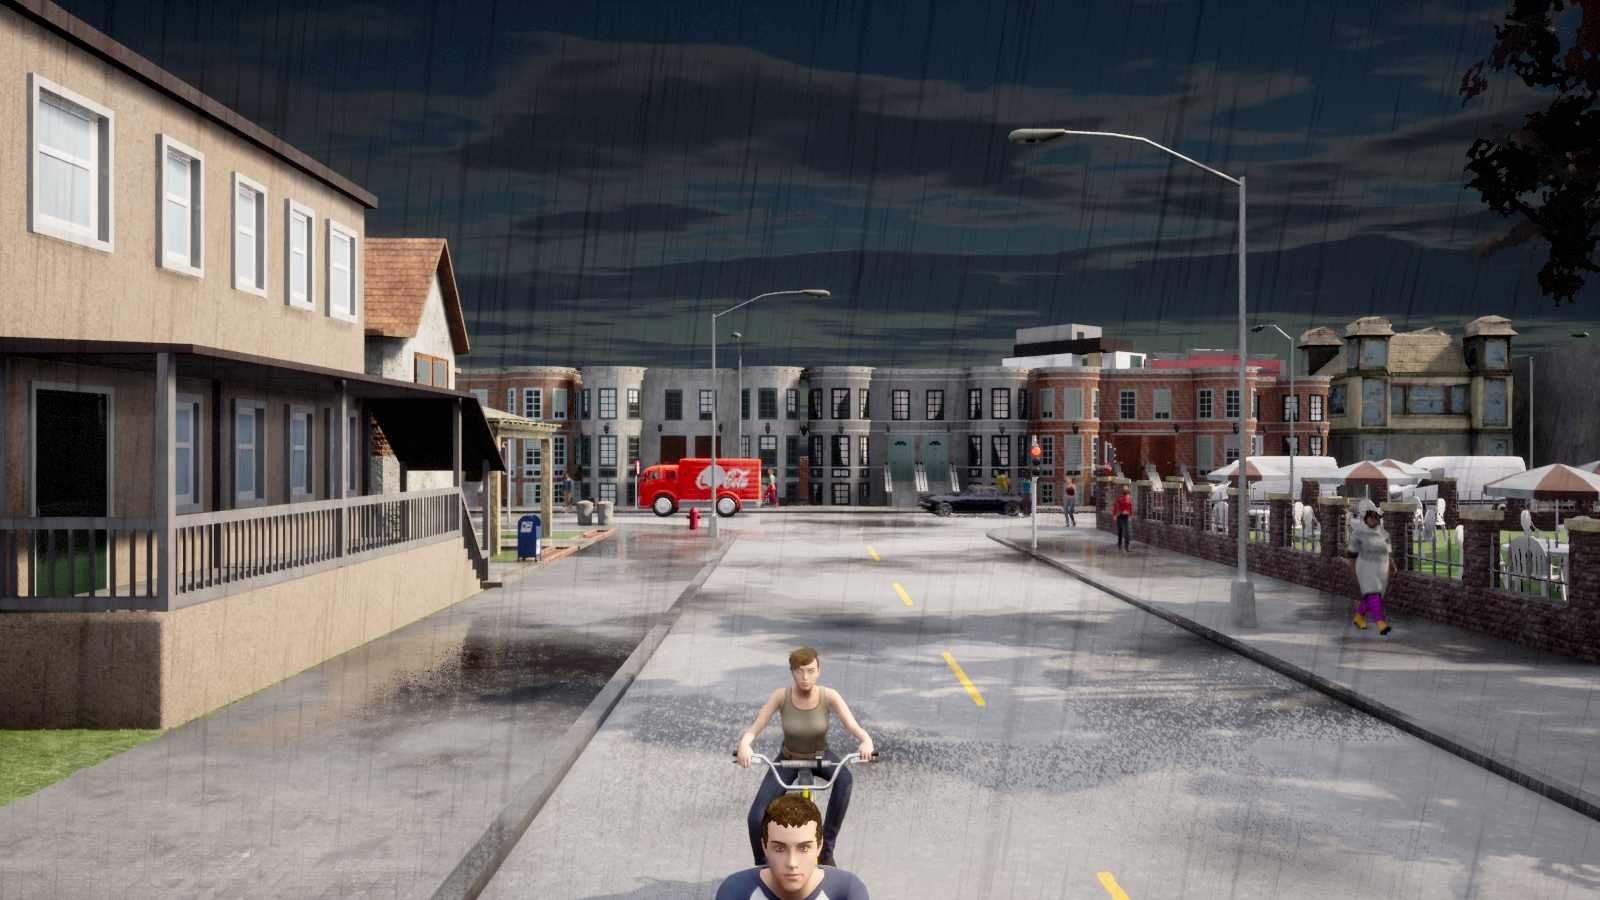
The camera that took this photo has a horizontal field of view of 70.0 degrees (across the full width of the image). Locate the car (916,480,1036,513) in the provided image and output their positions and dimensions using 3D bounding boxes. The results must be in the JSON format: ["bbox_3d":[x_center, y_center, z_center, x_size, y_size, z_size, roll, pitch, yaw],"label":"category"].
[{"bbox_3d":[7.463,1.955,48.662,4.718,1.301,1.895,0,0,-5],"label":"car"}]

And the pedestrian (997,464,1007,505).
[{"bbox_3d":[9.124,1.546,51.513,0.375,1.860,0.375,0,0,20],"label":"pedestrian"}]

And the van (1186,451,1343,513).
[{"bbox_3d":[19.813,1.335,48.880,5.915,2.561,1.988,0,0,0],"label":"van"}]

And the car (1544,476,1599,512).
[{"bbox_3d":[34.992,1.861,48.884,4.892,1.480,2.231,0,0,0],"label":"car"}]

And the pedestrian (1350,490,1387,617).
[{"bbox_3d":[8.491,1.530,17.068,0.375,1.860,0.375,0,0,2],"label":"pedestrian"}]

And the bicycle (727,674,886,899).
[{"bbox_3d":[0.033,2.040,6.906,0.859,1.080,1.487,0,0,0],"label":"bicycle"}]

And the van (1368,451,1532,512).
[{"bbox_3d":[27.747,1.335,48.890,5.915,2.561,1.988,0,0,0],"label":"van"}]

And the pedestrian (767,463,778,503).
[{"bbox_3d":[-1.283,1.547,53.227,0.375,1.860,0.375,0,0,20],"label":"pedestrian"}]

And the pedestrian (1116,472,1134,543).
[{"bbox_3d":[8.626,1.529,30.367,0.375,1.860,0.375,0,0,0],"label":"pedestrian"}]

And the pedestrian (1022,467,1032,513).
[{"bbox_3d":[9.282,1.648,46.777,0.375,1.860,0.375,0,0,9],"label":"pedestrian"}]

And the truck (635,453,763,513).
[{"bbox_3d":[-4.254,1.369,48.833,5.204,2.467,2.627,0,0,1],"label":"truck"}]

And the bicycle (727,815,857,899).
[{"bbox_3d":[-0.022,1.938,3.212,0.373,1.296,1.643,0,0,0],"label":"bicycle"}]

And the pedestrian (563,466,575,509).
[{"bbox_3d":[-10.199,1.649,50.369,0.375,1.860,0.375,0,0,28],"label":"pedestrian"}]

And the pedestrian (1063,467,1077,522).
[{"bbox_3d":[9.346,1.534,39.526,0.375,1.860,0.375,0,0,36],"label":"pedestrian"}]
